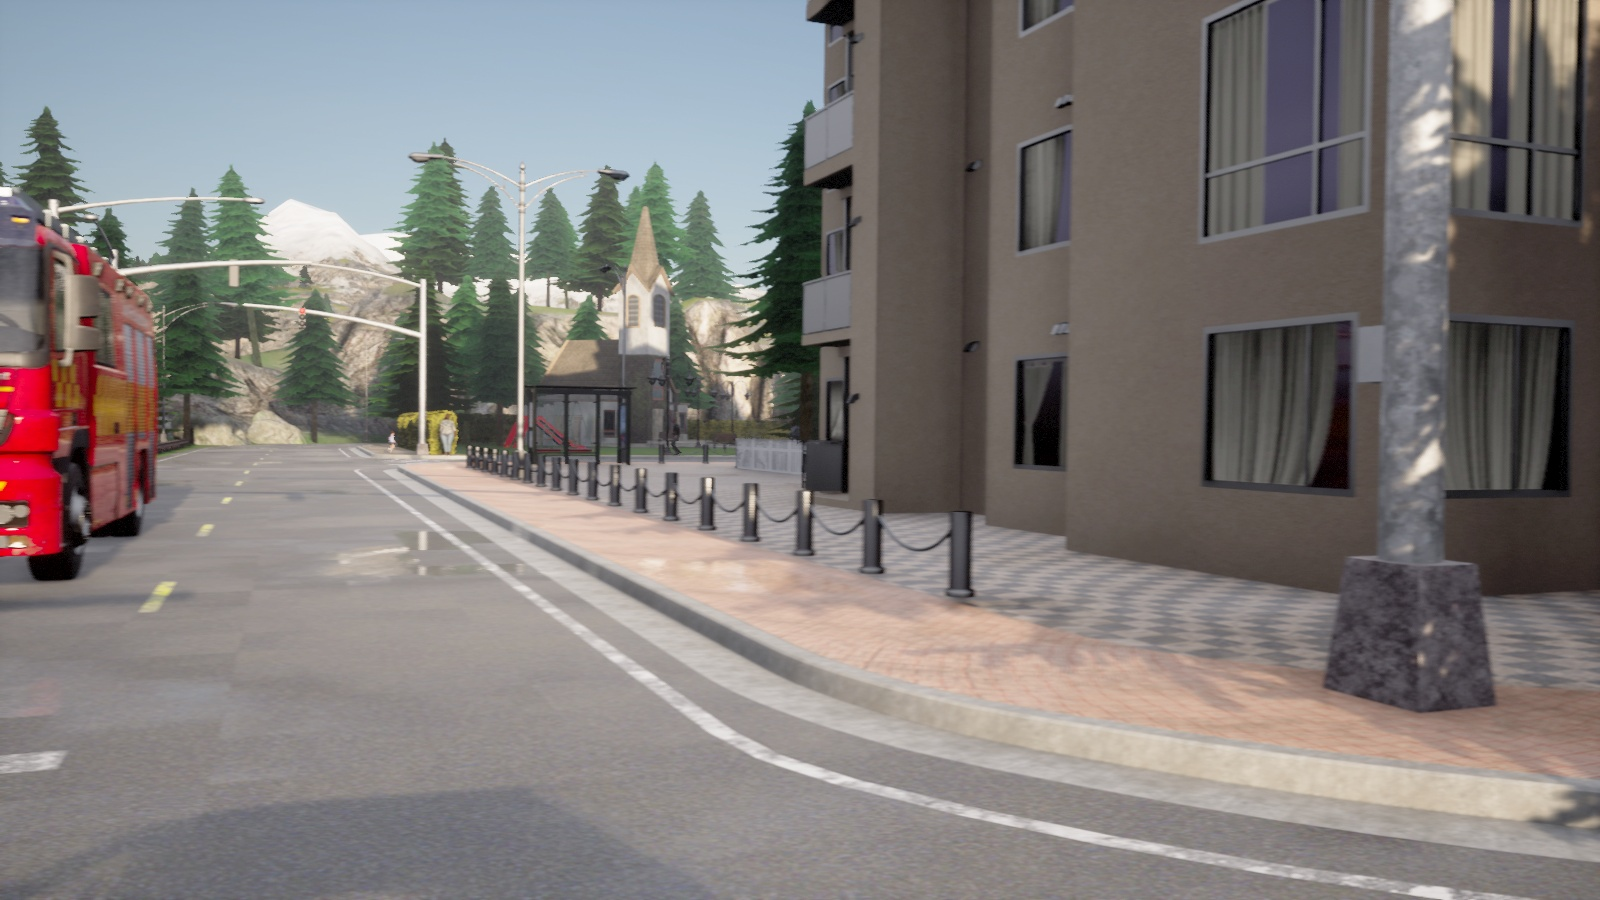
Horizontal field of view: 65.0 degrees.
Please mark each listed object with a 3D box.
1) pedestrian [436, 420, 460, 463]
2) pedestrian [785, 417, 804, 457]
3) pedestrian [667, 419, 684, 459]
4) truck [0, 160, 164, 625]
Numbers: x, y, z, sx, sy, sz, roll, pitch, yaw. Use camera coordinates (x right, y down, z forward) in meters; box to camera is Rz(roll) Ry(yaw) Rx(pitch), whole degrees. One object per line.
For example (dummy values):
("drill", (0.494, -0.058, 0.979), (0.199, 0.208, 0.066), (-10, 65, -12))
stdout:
("pedestrian", (-15.531, -0.377, 55.448), (0.874, 1.855, 0.900), (-1, 1, -8))
("pedestrian", (-0.252, -0.622, 60.990), (0.788, 1.949, 0.423), (-1, 1, -23))
("pedestrian", (-5.803, -0.526, 58.601), (0.720, 1.854, 0.376), (-1, 1, -23))
("truck", (-9.118, -0.509, 13.882), (2.891, 3.827, 8.468), (-1, 1, -22))
